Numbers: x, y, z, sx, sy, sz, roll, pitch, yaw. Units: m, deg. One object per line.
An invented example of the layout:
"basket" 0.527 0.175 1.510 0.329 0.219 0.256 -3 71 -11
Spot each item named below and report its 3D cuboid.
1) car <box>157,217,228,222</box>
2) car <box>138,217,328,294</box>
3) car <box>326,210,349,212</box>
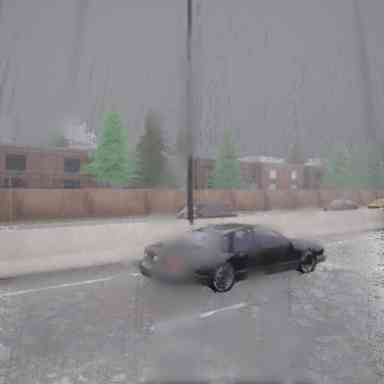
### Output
"car" 0.208 1.368 16.838 4.553 1.767 2.097 0 0 -35
"car" 1.296 1.554 8.837 5.357 1.411 2.033 0 0 -35
"car" 16.415 1.519 36.575 4.674 1.442 1.812 0 0 -35
